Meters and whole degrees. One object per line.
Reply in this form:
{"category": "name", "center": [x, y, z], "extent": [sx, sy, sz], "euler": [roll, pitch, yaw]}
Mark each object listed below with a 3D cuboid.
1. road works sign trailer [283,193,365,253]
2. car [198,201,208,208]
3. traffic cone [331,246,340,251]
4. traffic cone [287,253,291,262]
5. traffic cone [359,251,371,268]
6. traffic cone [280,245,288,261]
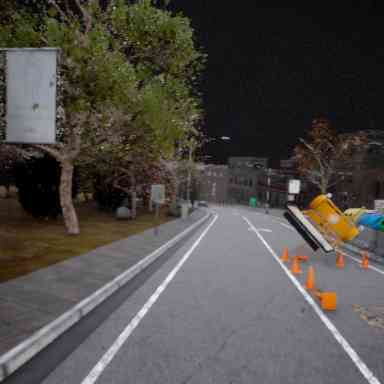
{"category": "road works sign trailer", "center": [5.147, 1.660, 14.245], "extent": [3.560, 2.880, 2.380], "euler": [8, 40, -55]}
{"category": "car", "center": [2.592, 2.888, 79.046], "extent": [1.837, 1.490, 4.892], "euler": [2, -1, -11]}
{"category": "traffic cone", "center": [5.609, 2.486, 12.626], "extent": [0.340, 0.580, 0.340], "euler": [4, 1, 3]}
{"category": "traffic cone", "center": [3.408, 2.321, 10.908], "extent": [0.340, 0.580, 0.340], "euler": [4, -1, 7]}
{"category": "traffic cone", "center": [6.596, 2.551, 12.672], "extent": [0.340, 0.580, 0.340], "euler": [3, -1, 16]}
{"category": "traffic cone", "center": [3.636, 2.363, 12.895], "extent": [0.340, 0.580, 0.340], "euler": [3, -1, 7]}
